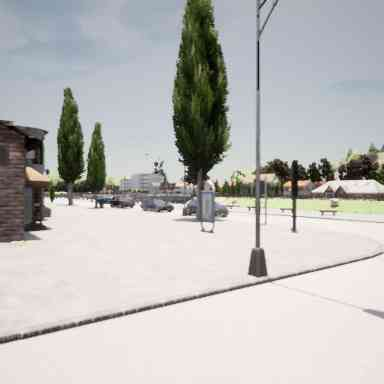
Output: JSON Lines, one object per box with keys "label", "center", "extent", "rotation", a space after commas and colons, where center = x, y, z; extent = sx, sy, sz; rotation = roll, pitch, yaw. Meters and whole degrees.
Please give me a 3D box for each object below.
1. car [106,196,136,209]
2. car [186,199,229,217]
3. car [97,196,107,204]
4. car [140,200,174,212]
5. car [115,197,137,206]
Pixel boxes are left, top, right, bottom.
{"label": "car", "center": [-9.966, 1.519, 47.071], "extent": [1.882, 1.535, 5.008], "rotation": [0, 0, -36]}
{"label": "car", "center": [1.385, 1.393, 31.225], "extent": [2.097, 1.767, 4.553], "rotation": [0, 0, -36]}
{"label": "car", "center": [-17.002, 1.528, 64.005], "extent": [1.882, 1.535, 5.008], "rotation": [0, 0, -36]}
{"label": "car", "center": [-4.169, 1.589, 38.958], "extent": [2.033, 1.411, 5.357], "rotation": [0, 0, -36]}
{"label": "car", "center": [-11.045, 1.576, 55.715], "extent": [1.812, 1.442, 4.674], "rotation": [0, 0, -36]}
